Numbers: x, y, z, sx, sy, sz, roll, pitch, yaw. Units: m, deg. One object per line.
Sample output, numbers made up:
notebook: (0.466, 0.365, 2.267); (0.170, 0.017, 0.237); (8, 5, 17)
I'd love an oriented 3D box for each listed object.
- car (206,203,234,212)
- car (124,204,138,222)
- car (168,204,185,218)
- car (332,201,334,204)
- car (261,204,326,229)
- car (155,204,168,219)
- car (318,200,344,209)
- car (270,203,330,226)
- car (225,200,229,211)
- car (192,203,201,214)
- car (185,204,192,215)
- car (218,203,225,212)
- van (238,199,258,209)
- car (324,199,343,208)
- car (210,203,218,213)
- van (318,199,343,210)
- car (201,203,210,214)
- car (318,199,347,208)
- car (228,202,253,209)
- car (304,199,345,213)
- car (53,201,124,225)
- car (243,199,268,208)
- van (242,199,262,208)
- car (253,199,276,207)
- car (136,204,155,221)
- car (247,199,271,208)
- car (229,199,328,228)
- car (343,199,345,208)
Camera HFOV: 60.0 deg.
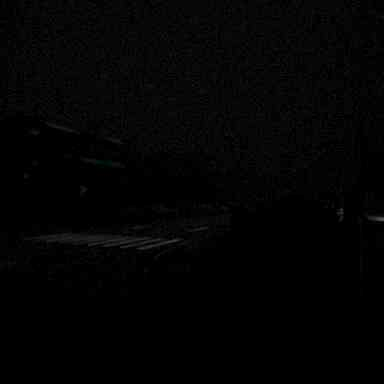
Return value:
car: (4.924, 2.649, 58.725); (4.792, 1.488, 2.163); (-1, -2, 6)
car: (-8.034, 2.198, 32.112); (4.674, 1.452, 2.002); (-1, -1, 6)
car: (-3.972, 2.291, 40.084); (5.366, 1.575, 1.946); (-1, -2, 6)
car: (10.598, 1.970, 31.626); (4.553, 1.767, 2.185); (0, 0, 6)
car: (7.898, 1.875, 26.195); (4.553, 1.767, 2.185); (0, -1, 6)
car: (-5.482, 2.126, 37.443); (4.553, 1.767, 2.185); (-1, -2, 6)
car: (29.090, 2.628, 69.667); (4.553, 1.767, 2.185); (0, 0, 6)
car: (9.280, 1.923, 28.900); (4.553, 1.767, 2.185); (1, 0, 6)
car: (3.419, 2.574, 56.071); (5.366, 1.575, 1.946); (-1, -1, 6)
car: (-1.598, 2.419, 45.413); (4.792, 1.488, 2.163); (-1, -1, 6)
car: (-2.867, 2.344, 42.751); (4.892, 1.521, 2.231); (-1, -2, 6)
car: (2.311, 2.528, 53.403); (5.008, 1.535, 2.097); (-1, -1, 6)
van: (12.532, 2.672, 74.702); (4.442, 1.987, 1.878); (-1, -1, 6)
car: (13.183, 1.938, 37.062); (5.566, 2.045, 2.435); (0, 0, 6)
car: (0.832, 2.482, 50.749); (5.366, 1.575, 1.946); (-1, -1, 6)
van: (27.854, 2.482, 66.953); (4.442, 1.987, 1.878); (0, -1, 6)
car: (-0.277, 2.435, 48.069); (5.008, 1.535, 2.097); (-1, -2, 6)
car: (31.727, 2.595, 75.123); (5.566, 2.045, 2.435); (0, -1, 6)
car: (10.070, 2.805, 69.372); (4.892, 1.521, 2.231); (-1, -1, 6)
car: (21.164, 2.222, 53.370); (5.566, 2.045, 2.435); (0, -1, 6)
car: (-9.359, 1.861, 29.452); (5.566, 2.045, 2.435); (-1, -1, 6)
car: (15.262, 2.735, 80.020); (5.566, 2.045, 2.435); (-1, -2, 6)
van: (13.826, 2.717, 77.363); (4.442, 1.987, 1.878); (-1, -1, 6)
car: (19.087, 2.871, 87.993); (5.566, 2.045, 2.435); (-1, -1, 6)
car: (-6.747, 2.206, 34.775); (4.892, 1.521, 2.231); (-1, -2, 6)
car: (16.557, 2.780, 82.681); (5.566, 2.045, 2.435); (-1, -2, 6)
car: (5.316, 1.656, 20.761); (5.566, 2.045, 2.435); (0, -1, 6)
car: (15.884, 2.033, 42.495); (5.566, 2.045, 2.435); (0, -1, 6)
